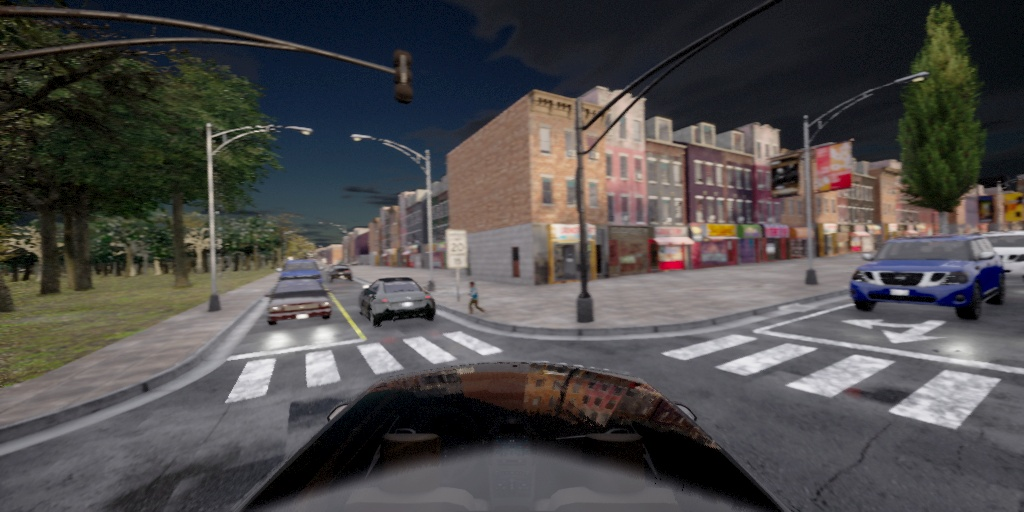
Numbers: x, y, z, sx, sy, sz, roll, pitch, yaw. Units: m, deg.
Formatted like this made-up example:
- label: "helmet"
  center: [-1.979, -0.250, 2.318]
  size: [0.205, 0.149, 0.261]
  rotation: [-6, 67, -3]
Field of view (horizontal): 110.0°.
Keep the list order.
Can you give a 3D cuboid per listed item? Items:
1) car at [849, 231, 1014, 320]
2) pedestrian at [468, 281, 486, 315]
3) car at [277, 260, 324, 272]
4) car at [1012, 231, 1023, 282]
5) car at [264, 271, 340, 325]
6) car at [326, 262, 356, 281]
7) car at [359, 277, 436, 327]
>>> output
- label: "car"
  center: [11.934, 0.437, 10.244]
  size: [5.566, 2.045, 2.150]
  rotation: [-3, 0, -30]
- label: "pedestrian"
  center: [-1.188, 1.315, 11.325]
  size: [0.500, 1.100, 0.500]
  rotation: [-1, 0, -30]
- label: "car"
  center: [-13.083, 1.264, 22.267]
  size: [2.150, 2.045, 5.566]
  rotation: [-2, 0, -30]
- label: "car"
  center: [21.142, -0.027, 15.580]
  size: [5.566, 2.045, 2.150]
  rotation: [-3, 1, -30]
- label: "car"
  center: [-8.001, 1.517, 13.431]
  size: [2.033, 1.411, 5.357]
  rotation: [-2, 1, -33]
- label: "car"
  center: [-15.886, 1.561, 33.005]
  size: [1.837, 1.490, 4.892]
  rotation: [-2, 0, -30]
- label: "car"
  center: [-4.114, 1.433, 12.512]
  size: [1.994, 1.385, 4.181]
  rotation: [-2, 1, -29]
